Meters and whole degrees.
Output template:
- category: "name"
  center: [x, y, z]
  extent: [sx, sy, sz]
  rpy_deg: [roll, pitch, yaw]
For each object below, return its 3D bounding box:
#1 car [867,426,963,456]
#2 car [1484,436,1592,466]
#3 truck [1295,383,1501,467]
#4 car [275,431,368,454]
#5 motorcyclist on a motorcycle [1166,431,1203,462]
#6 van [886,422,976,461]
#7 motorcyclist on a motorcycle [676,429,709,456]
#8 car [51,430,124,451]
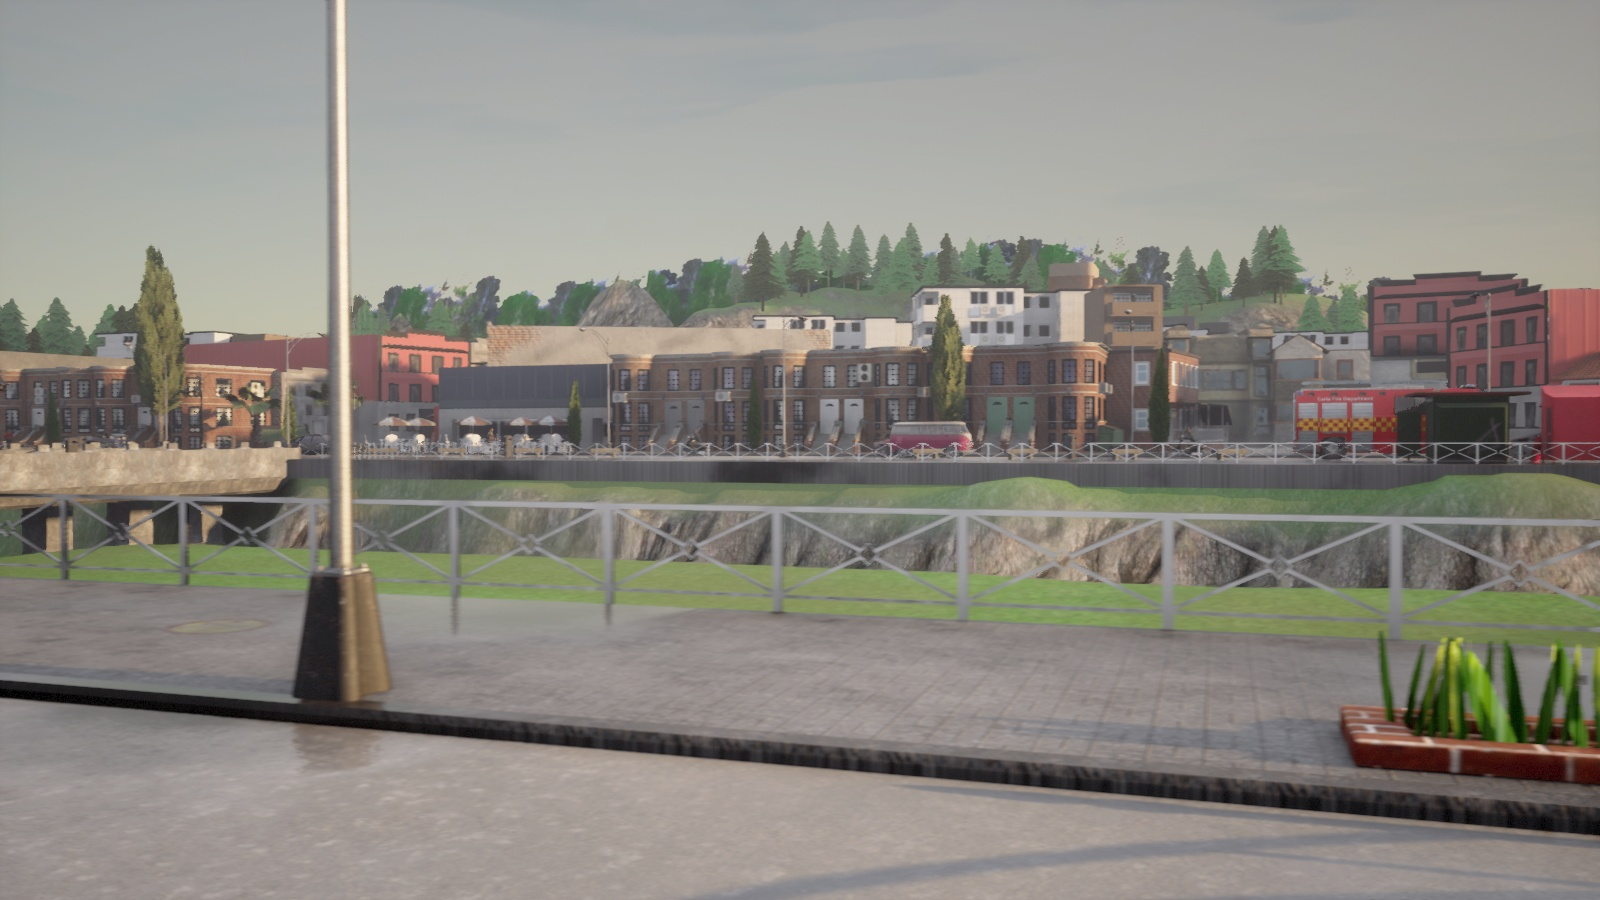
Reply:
- category: "car"
  center: [6.486, -0.505, 70.841]
  extent: [5.027, 1.651, 2.152]
  rpy_deg: [1, 1, 19]
- category: "car"
  center: [35.784, 0.048, 60.999]
  extent: [4.181, 1.385, 1.994]
  rpy_deg: [1, 1, 19]
- category: "truck"
  center: [28.060, -1.183, 59.358]
  extent: [8.468, 3.827, 2.891]
  rpy_deg: [1, 1, 19]
- category: "car"
  center: [-30.072, -0.503, 78.915]
  extent: [5.357, 1.411, 2.033]
  rpy_deg: [1, 1, 19]
- category: "motorcyclist on a motorcycle"
  center: [20.286, -0.204, 66.206]
  extent: [1.817, 1.590, 0.866]
  rpy_deg: [1, 1, 19]
- category: "van"
  center: [6.950, -0.459, 66.467]
  extent: [4.442, 1.987, 1.775]
  rpy_deg: [1, 1, 19]
- category: "motorcyclist on a motorcycle"
  center: [-6.439, -0.448, 75.188]
  extent: [1.817, 1.590, 0.866]
  rpy_deg: [1, 1, 19]
- category: "car"
  center: [-48.227, -0.653, 85.017]
  extent: [4.181, 1.385, 1.994]
  rpy_deg: [1, 1, 19]
